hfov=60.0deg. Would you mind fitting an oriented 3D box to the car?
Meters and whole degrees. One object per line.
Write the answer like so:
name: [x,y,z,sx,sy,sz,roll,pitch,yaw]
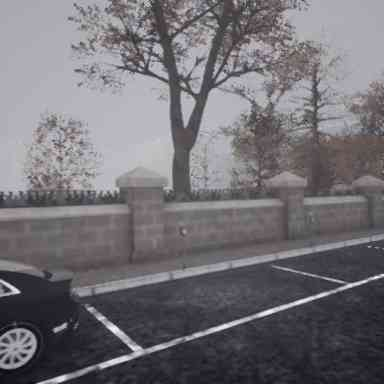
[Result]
car: [-3.632,1.558,3.971,4.403,1.369,2.008,-1,0,-35]
